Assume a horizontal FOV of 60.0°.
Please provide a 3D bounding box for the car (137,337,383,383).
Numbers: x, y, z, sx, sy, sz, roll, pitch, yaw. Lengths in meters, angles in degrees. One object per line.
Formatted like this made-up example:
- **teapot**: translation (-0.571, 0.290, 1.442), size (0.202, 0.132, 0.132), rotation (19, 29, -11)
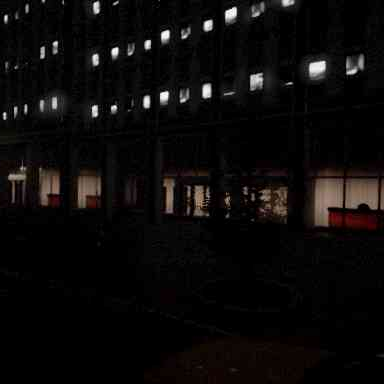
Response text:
- **car**: translation (1.587, 1.531, 1.727), size (4.829, 1.417, 1.752), rotation (1, 1, 36)
